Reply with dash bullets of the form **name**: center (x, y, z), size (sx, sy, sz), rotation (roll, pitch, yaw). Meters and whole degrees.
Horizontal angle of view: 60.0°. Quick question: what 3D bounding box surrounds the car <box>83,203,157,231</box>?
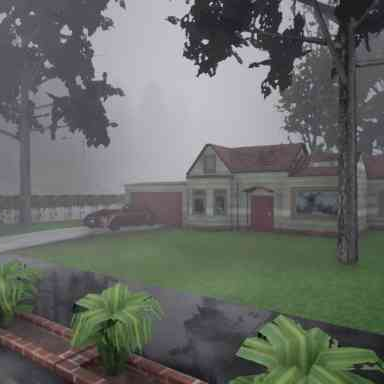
- **car**: center (-3.872, 1.299, 18.374), size (1.994, 1.381, 4.181), rotation (0, 0, 35)
